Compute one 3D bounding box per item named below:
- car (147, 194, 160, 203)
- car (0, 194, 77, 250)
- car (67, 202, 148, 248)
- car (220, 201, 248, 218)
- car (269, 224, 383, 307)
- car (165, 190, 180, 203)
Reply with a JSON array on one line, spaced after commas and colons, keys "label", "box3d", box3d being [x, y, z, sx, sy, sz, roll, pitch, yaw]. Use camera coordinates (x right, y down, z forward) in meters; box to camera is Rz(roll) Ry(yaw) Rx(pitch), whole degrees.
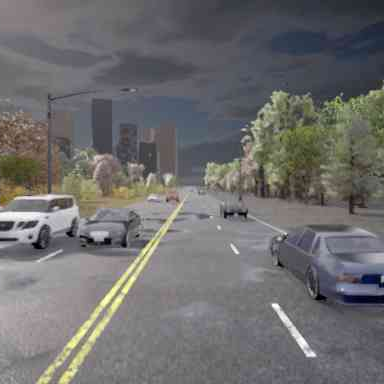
[{"label": "car", "box3d": [-6.552, 1.040, 56.917, 1.812, 1.442, 4.674, 0, 1, 1]}, {"label": "car", "box3d": [-6.602, 1.146, 14.279, 2.150, 2.045, 5.566, 0, 0, 0]}, {"label": "car", "box3d": [-3.351, 1.415, 14.408, 2.128, 1.511, 4.902, 0, 0, 0]}, {"label": "car", "box3d": [3.347, 1.424, 27.465, 1.895, 1.301, 4.718, 0, 0, 0]}, {"label": "car", "box3d": [3.349, 1.504, 8.166, 2.033, 1.411, 5.357, 0, 0, 0]}, {"label": "car", "box3d": [-3.301, 0.736, 56.830, 2.150, 2.045, 5.566, 0, 1, 1]}]
